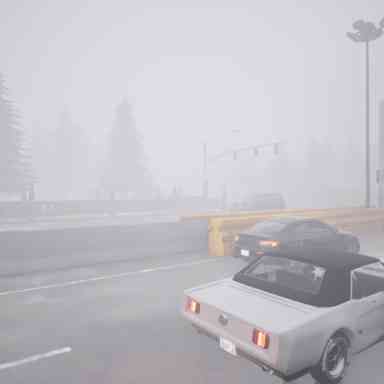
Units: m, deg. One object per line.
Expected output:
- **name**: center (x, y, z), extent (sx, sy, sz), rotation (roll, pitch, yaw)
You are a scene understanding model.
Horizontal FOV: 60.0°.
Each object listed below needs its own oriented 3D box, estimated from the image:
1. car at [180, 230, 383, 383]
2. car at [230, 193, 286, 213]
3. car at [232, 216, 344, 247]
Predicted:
- **car**: center (2.253, 1.576, 5.335), extent (4.718, 1.301, 1.895), rotation (-1, 0, -35)
- **car**: center (5.893, 1.078, 29.433), extent (5.566, 2.045, 2.150), rotation (0, 0, -35)
- **car**: center (3.321, 1.473, 10.375), extent (4.674, 1.442, 1.812), rotation (-1, 0, -35)
